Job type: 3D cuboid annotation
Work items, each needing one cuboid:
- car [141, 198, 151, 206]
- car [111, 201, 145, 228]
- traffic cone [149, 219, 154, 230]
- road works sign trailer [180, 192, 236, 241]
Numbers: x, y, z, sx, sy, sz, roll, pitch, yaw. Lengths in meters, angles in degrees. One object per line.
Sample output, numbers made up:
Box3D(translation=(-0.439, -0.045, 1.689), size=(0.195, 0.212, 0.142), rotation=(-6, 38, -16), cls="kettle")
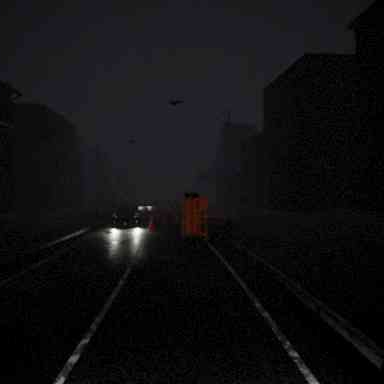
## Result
Box3D(translation=(-9.241, 1.933, 66.657), size=(1.882, 1.535, 5.008), rotation=(0, 2, -6), cls="car")
Box3D(translation=(-4.967, 1.751, 25.799), size=(2.097, 1.767, 4.553), rotation=(0, -2, -6), cls="car")
Box3D(translation=(-2.748, 2.235, 22.314), size=(0.340, 0.580, 0.340), rotation=(-1, -2, -6), cls="traffic cone")
Box3D(translation=(0.425, 1.195, 17.271), size=(2.880, 2.380, 3.560), rotation=(0, -1, -14), cls="road works sign trailer")
